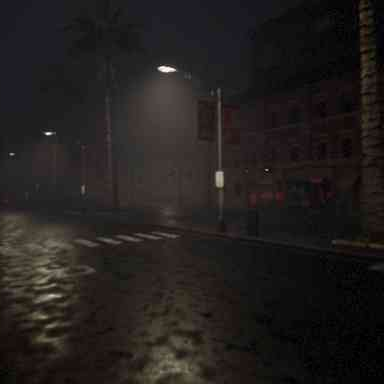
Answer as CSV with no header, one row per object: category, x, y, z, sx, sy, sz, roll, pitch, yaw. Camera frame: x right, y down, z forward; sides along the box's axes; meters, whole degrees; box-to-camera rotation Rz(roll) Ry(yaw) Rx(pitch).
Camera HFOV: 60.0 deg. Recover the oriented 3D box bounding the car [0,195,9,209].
car,-28.509,1.421,48.676,2.150,2.045,5.566,-1,0,-41
